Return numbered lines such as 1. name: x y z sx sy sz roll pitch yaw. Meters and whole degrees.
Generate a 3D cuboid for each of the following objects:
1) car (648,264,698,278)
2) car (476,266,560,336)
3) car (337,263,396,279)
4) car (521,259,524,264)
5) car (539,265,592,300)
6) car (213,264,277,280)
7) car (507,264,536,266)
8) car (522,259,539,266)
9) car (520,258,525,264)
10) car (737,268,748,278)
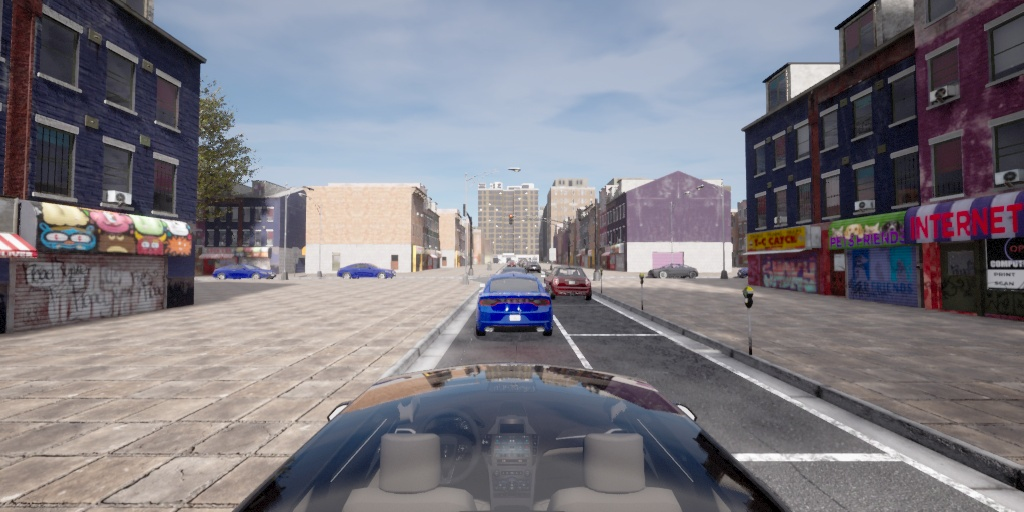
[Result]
1. car: 14.595 1.379 32.628 4.181 1.385 1.994 0 -2 0
2. car: 0.036 1.233 10.487 1.882 1.535 5.008 0 0 -1
3. car: -12.066 1.293 29.838 4.674 1.442 1.812 0 -2 0
4. car: 2.617 1.452 49.973 1.948 1.339 4.313 0 0 0
5. car: 2.629 1.206 17.793 1.967 1.591 4.097 0 0 0
6. car: -22.254 1.367 29.899 4.674 1.442 1.812 -1 -2 1
7. car: 0.093 1.292 17.992 1.812 1.442 4.674 0 0 0
8. car: 2.620 1.420 44.537 1.948 1.339 4.313 0 0 0
9. car: 2.616 1.448 55.579 1.751 1.417 4.829 0 0 0
10. car: 23.049 1.337 32.576 4.674 1.442 1.812 0 -2 0
